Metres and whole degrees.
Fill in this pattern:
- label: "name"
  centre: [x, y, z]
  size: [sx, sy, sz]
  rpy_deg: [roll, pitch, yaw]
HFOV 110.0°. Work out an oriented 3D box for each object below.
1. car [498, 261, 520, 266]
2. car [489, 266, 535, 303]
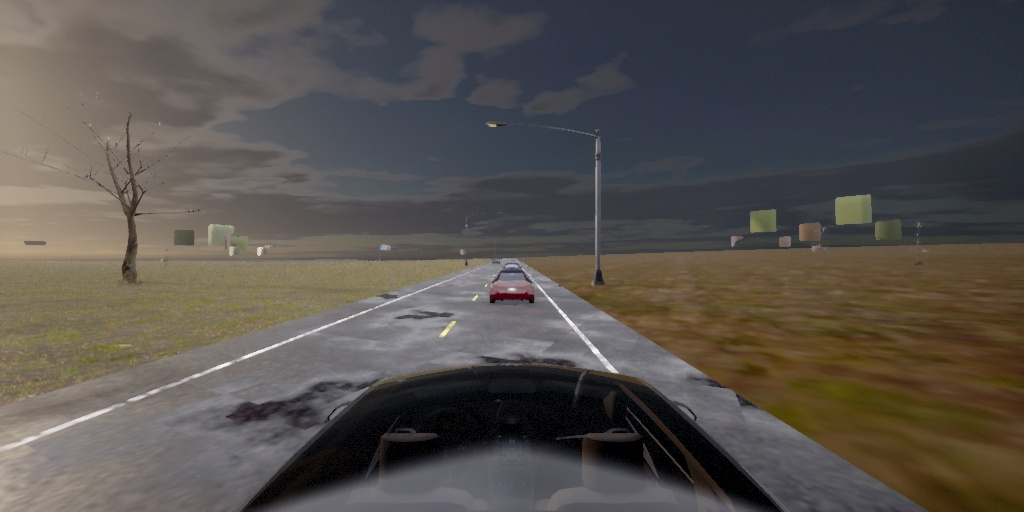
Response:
- label: "car"
  centre: [0.001, 1.286, 31.502]
  size: [1.812, 1.442, 4.674]
  rpy_deg: [0, 0, 0]
- label: "car"
  centre: [0.001, 1.323, 16.500]
  size: [1.994, 1.385, 4.181]
  rpy_deg: [0, 0, 0]
